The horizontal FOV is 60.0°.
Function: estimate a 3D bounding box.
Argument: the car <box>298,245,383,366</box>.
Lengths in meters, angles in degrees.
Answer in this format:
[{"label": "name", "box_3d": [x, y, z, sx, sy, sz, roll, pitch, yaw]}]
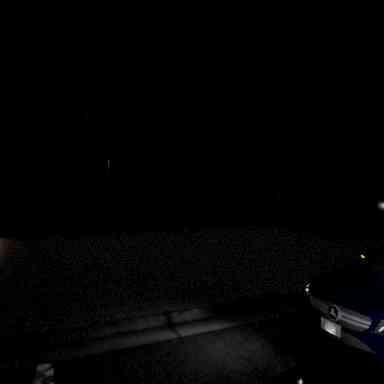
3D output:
[{"label": "car", "box_3d": [3.830, 1.405, 5.075, 4.674, 1.442, 1.812, 0, 2, -25]}]
